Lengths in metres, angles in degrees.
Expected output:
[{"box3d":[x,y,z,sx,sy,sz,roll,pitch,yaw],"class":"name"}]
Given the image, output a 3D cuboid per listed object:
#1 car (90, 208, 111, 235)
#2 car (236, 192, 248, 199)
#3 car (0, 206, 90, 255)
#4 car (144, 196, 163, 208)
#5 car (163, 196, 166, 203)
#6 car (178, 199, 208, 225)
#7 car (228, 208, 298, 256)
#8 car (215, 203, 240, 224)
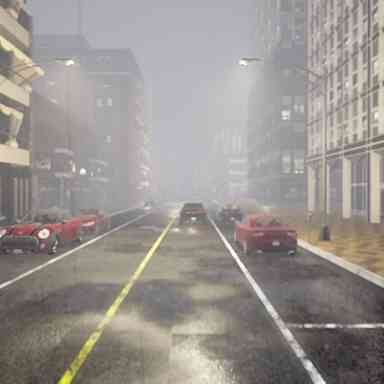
[{"box3d":[-5.693,1.543,18.519,1.802,1.307,4.206,0,0,0],"class":"car"},{"box3d":[14.685,0.882,85.289,5.009,1.841,2.192,-1,1,0],"class":"car"},{"box3d":[-5.693,1.413,12.870,1.967,1.590,4.097,0,0,0],"class":"car"},{"box3d":[-5.697,1.462,46.762,2.008,1.369,4.403,0,0,0],"class":"car"},{"box3d":[-5.696,1.453,52.410,2.008,1.369,4.403,0,0,0],"class":"car"},{"box3d":[0.097,1.456,23.596,1.837,1.490,4.892,0,0,0],"class":"car"},{"box3d":[2.688,1.517,12.870,1.887,1.381,4.507,0,0,0],"class":"car"},{"box3d":[2.686,1.501,24.168,2.008,1.369,4.403,0,0,0],"class":"car"}]
